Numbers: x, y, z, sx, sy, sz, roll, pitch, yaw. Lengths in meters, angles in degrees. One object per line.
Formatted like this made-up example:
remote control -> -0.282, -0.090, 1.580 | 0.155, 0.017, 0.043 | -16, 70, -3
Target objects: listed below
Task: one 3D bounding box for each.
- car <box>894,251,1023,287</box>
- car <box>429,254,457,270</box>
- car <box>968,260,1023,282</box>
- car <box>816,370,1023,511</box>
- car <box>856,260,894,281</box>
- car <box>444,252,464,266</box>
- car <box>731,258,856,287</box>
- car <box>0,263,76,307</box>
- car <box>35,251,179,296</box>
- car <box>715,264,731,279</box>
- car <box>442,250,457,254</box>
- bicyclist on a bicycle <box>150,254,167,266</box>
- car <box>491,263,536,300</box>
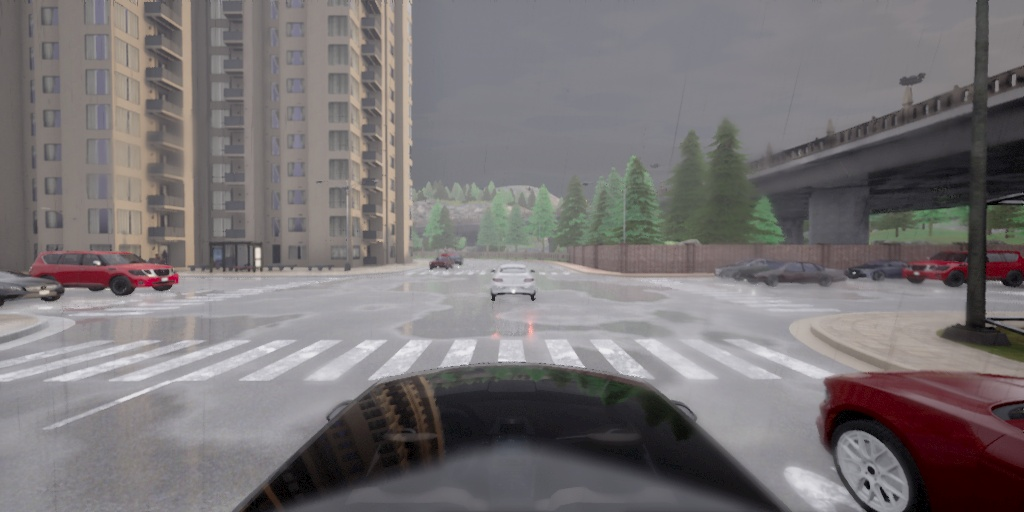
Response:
car -> 26.452, 0.699, 20.973 | 5.566, 2.045, 2.150 | 0, 1, 0
car -> -7.250, 0.750, 37.213 | 1.895, 1.301, 4.718 | 0, 1, 0
car -> 34.554, 0.981, 24.485 | 4.181, 1.385, 1.994 | 0, 1, 0
car -> 3.629, 1.237, 1.102 | 1.882, 1.535, 5.008 | 0, 1, 0
car -> 25.360, 0.982, 24.470 | 4.181, 1.385, 1.994 | 0, 1, 0
car -> -7.475, 0.517, 47.833 | 2.033, 1.411, 5.357 | 0, 1, -3
car -> 16.281, 1.026, 20.953 | 5.357, 1.411, 2.033 | 0, 1, 0
car -> -20.161, 1.130, 13.665 | 4.674, 1.442, 1.812 | 0, 1, 0
car -> -19.382, 0.767, 17.153 | 5.566, 2.045, 2.150 | 0, 1, 0
car -> 16.485, 0.910, 24.452 | 4.902, 1.511, 2.128 | 0, 1, 0
car -> -9.931, 0.016, 58.187 | 2.150, 2.045, 5.566 | 0, 1, -25
bicyclist on a bicycle -> -28.664, 0.644, 29.111 | 0.582, 1.620, 1.656 | 0, 1, 0
car -> 0.045, 1.050, 16.017 | 1.812, 1.442, 4.674 | 0, 1, 0
